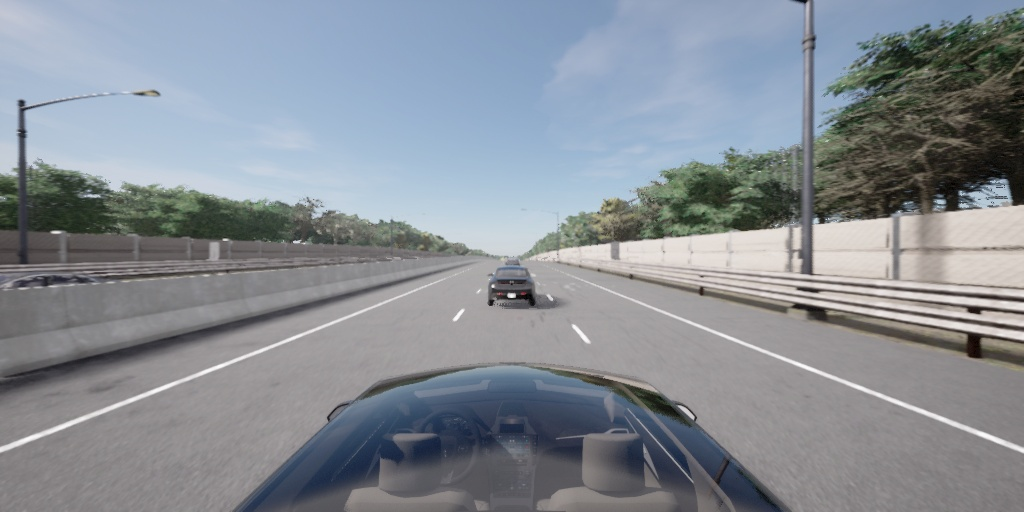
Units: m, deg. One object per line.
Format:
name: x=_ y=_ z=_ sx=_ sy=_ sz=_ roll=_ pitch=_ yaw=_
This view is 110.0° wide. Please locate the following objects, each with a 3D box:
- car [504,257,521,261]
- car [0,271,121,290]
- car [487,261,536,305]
car: x=0.080 y=0.883 z=44.006 sx=2.128 sy=1.511 sz=4.902 roll=0 pitch=0 yaw=0
car: x=-14.065 y=1.209 z=10.114 sx=2.128 sy=1.511 sz=4.902 roll=0 pitch=0 yaw=0
car: x=-0.011 y=1.174 z=15.587 sx=1.837 sy=1.490 sz=4.892 roll=0 pitch=1 yaw=0
